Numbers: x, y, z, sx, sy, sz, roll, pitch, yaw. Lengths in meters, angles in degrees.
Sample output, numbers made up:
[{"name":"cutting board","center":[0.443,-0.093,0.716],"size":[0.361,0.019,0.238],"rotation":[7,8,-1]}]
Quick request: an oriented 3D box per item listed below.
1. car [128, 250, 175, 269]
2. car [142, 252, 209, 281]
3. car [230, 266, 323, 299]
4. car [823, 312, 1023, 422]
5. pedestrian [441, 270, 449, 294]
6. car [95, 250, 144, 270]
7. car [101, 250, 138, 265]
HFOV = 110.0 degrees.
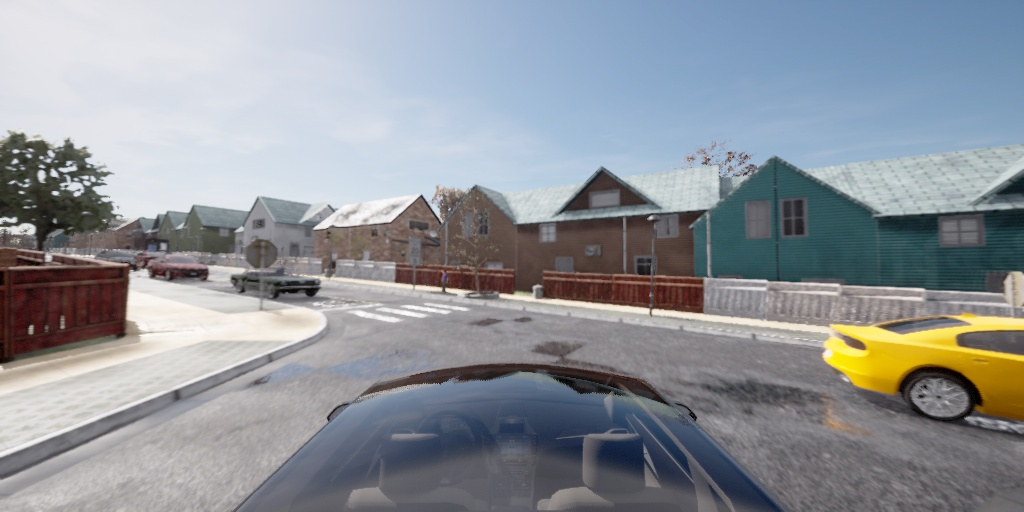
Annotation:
[{"name":"car","center":[-33.989,0.335,33.768],"size":[5.008,1.535,1.882],"rotation":[2,-1,31]},{"name":"car","center":[-21.012,0.686,22.599],"size":[5.008,1.535,1.882],"rotation":[3,-1,31]},{"name":"car","center":[-10.826,1.144,16.444],"size":[4.718,1.301,1.895],"rotation":[2,-1,31]},{"name":"car","center":[7.826,1.684,5.183],"size":[5.008,1.535,1.882],"rotation":[2,-1,31]},{"name":"pedestrian","center":[-3.483,1.331,18.779],"size":[0.375,1.300,0.375],"rotation":[-1,-6,31]},{"name":"car","center":[-33.033,0.327,29.895],"size":[4.892,1.490,1.837],"rotation":[3,-1,31]},{"name":"car","center":[-42.917,0.117,39.158],"size":[4.674,1.442,1.812],"rotation":[2,-1,31]}]
